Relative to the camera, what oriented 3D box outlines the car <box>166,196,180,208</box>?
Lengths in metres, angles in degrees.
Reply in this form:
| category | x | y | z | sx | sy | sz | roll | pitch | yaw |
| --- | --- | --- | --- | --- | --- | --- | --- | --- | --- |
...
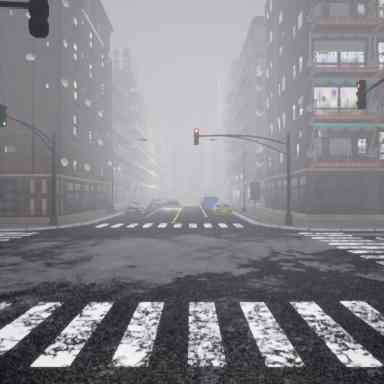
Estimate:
| category | x | y | z | sx | sy | sz | roll | pitch | yaw |
| --- | --- | --- | --- | --- | --- | --- | --- | --- | --- |
| car | -2.818 | 1.612 | 49.991 | 1.895 | 1.301 | 4.718 | 0 | 0 | 0 |

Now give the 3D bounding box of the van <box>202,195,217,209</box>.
| category | x | y | z | sx | sy | sz | roll | pitch | yaw |
| --- | --- | --- | --- | --- | --- | --- | --- | --- | --- |
| van | 2.549 | 1.366 | 44.034 | 1.690 | 1.788 | 3.998 | 1 | 0 | 0 |

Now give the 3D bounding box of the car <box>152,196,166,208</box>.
| category | x | y | z | sx | sy | sz | roll | pitch | yaw |
| --- | --- | --- | --- | --- | --- | --- | --- | --- | --- |
| car | -5.374 | 1.613 | 49.618 | 1.802 | 1.307 | 4.206 | 1 | 0 | 0 |

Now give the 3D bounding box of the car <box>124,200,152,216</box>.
| category | x | y | z | sx | sy | sz | roll | pitch | yaw |
| --- | --- | --- | --- | --- | --- | --- | --- | --- | --- |
| car | -5.480 | 1.565 | 32.645 | 2.008 | 1.369 | 4.403 | 1 | 0 | 0 |

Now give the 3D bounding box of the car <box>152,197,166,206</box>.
| category | x | y | z | sx | sy | sz | roll | pitch | yaw |
| --- | --- | --- | --- | --- | --- | --- | --- | --- | --- |
| car | -5.381 | 1.563 | 55.106 | 1.752 | 1.417 | 4.829 | 1 | 0 | 0 |

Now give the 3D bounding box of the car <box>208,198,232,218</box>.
| category | x | y | z | sx | sy | sz | roll | pitch | yaw |
| --- | --- | --- | --- | --- | --- | --- | --- | --- | --- |
| car | 2.663 | 1.537 | 30.201 | 1.752 | 1.417 | 4.829 | 1 | 0 | 0 |

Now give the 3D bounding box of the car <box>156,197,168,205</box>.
| category | x | y | z | sx | sy | sz | roll | pitch | yaw |
| --- | --- | --- | --- | --- | --- | --- | --- | --- | --- |
| car | -5.390 | 1.627 | 60.934 | 1.802 | 1.307 | 4.206 | 1 | 0 | 0 |

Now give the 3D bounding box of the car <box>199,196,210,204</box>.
| category | x | y | z | sx | sy | sz | roll | pitch | yaw |
| --- | --- | --- | --- | --- | --- | --- | --- | --- | --- |
| car | 2.483 | 1.604 | 66.656 | 2.008 | 1.369 | 4.403 | 1 | 0 | 0 |

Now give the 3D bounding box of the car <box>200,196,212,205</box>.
| category | x | y | z | sx | sy | sz | roll | pitch | yaw |
| --- | --- | --- | --- | --- | --- | --- | --- | --- | --- |
| car | 2.492 | 1.485 | 61.000 | 1.967 | 1.590 | 4.097 | 1 | 0 | 0 |

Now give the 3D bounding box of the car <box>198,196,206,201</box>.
| category | x | y | z | sx | sy | sz | roll | pitch | yaw |
| --- | --- | --- | --- | --- | --- | --- | --- | --- | --- |
| car | 2.460 | 1.627 | 83.624 | 1.887 | 1.381 | 4.507 | 1 | 0 | 0 |

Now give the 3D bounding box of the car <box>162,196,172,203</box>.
| category | x | y | z | sx | sy | sz | roll | pitch | yaw |
| --- | --- | --- | --- | --- | --- | --- | --- | --- | --- |
| car | -5.405 | 1.612 | 72.250 | 2.008 | 1.369 | 4.403 | 1 | 0 | 0 |

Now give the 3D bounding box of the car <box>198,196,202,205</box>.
| category | x | y | z | sx | sy | sz | roll | pitch | yaw |
| --- | --- | --- | --- | --- | --- | --- | --- | --- | --- |
| car | 2.509 | 1.346 | 49.688 | 2.192 | 1.841 | 5.009 | 1 | 0 | 0 |
